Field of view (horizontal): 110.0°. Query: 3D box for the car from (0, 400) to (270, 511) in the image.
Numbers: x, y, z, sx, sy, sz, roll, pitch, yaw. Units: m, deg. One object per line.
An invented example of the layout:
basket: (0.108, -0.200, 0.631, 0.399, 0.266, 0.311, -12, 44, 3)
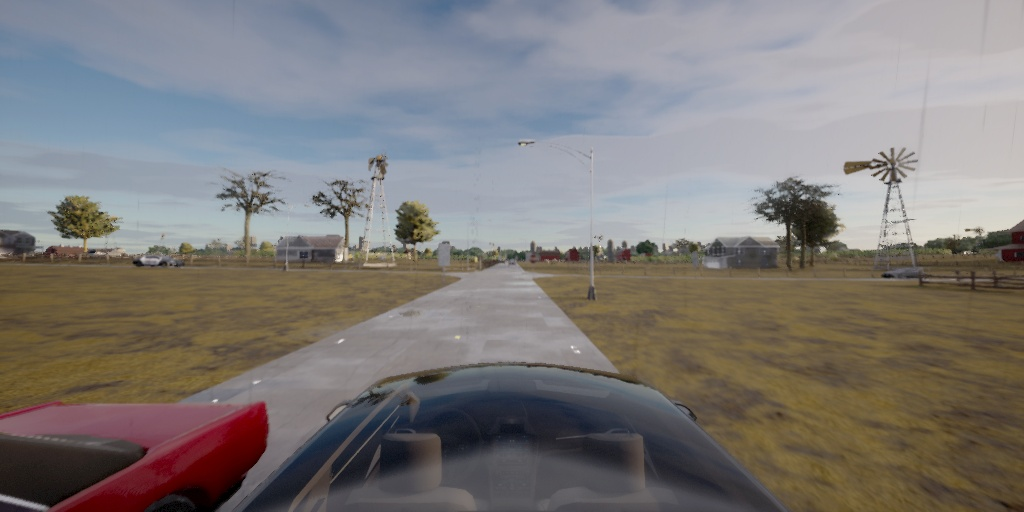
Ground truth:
car: (-2.850, 1.344, 0.586, 1.895, 1.301, 4.718, 0, 0, 0)

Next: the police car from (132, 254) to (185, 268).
police car: (-41.830, 0.607, 42.654, 4.974, 1.542, 2.038, 1, -2, 0)
